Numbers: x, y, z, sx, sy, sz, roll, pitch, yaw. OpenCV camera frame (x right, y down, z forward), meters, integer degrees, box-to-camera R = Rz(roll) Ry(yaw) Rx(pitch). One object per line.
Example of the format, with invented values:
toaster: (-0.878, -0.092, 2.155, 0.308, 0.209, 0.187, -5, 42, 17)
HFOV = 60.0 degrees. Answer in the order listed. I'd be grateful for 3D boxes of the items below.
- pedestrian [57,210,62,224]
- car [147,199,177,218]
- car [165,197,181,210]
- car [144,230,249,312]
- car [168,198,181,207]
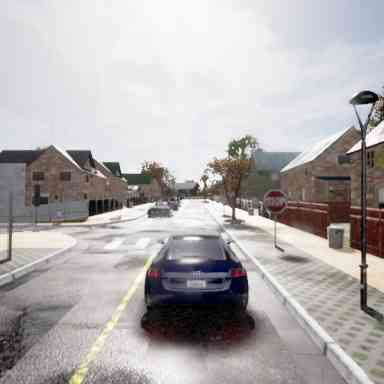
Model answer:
pedestrian: (-9.916, 1.851, 24.845, 0.500, 1.100, 0.500, 0, -2, 5)
car: (-2.923, 1.631, 31.392, 1.994, 1.385, 4.181, 0, 0, 3)
car: (-2.850, 1.461, 43.061, 2.097, 1.767, 4.553, 0, 0, 0)
car: (0.093, 1.573, 7.798, 1.994, 1.385, 4.181, 0, 0, 0)
car: (-2.820, 1.671, 54.468, 1.837, 1.490, 4.892, 0, -1, 1)
